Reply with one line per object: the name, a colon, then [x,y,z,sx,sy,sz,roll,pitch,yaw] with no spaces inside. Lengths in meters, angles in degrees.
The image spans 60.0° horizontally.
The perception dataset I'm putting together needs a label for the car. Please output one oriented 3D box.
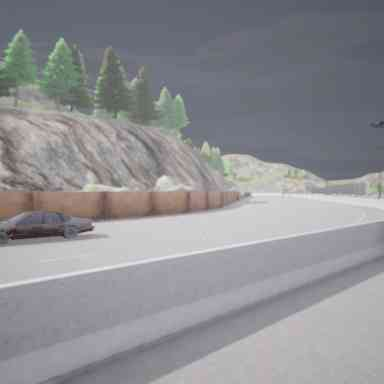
car: [-7.504,1.622,16.055,5.357,1.411,2.033,0,0,-39]
